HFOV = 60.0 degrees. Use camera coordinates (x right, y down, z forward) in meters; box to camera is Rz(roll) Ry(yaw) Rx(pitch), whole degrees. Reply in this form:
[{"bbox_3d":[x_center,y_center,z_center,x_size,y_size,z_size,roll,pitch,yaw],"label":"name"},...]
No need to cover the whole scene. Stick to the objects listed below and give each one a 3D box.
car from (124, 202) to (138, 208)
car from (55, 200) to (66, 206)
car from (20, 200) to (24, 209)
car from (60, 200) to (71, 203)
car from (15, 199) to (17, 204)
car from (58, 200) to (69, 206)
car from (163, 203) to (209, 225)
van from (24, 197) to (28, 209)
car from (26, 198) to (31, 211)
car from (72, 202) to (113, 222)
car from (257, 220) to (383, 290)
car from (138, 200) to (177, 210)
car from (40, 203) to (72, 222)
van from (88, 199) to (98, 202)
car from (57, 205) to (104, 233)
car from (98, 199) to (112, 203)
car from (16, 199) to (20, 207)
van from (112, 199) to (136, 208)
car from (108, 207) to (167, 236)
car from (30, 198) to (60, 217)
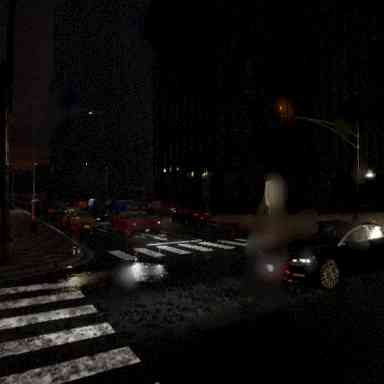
[{"bbox_3d":[-5.409,2.021,35.654,1.802,1.307,4.206,-1,0,-30],"label":"car"},{"bbox_3d":[-33.396,2.695,84.185,2.008,1.369,4.403,-1,0,-30],"label":"car"},{"bbox_3d":[-29.782,2.331,60.837,1.967,1.590,4.097,-1,0,-30],"label":"car"},{"bbox_3d":[-19.704,2.237,48.866,2.033,1.411,5.357,0,-1,-29],"label":"car"},{"bbox_3d":[-40.520,2.736,79.474,1.802,1.307,4.206,-1,0,-30],"label":"car"},{"bbox_3d":[-30.798,2.648,79.678,1.947,1.339,4.313,-1,0,-30],"label":"car"},{"bbox_3d":[-0.340,1.851,26.833,1.887,1.381,4.507,-1,0,-30],"label":"car"},{"bbox_3d":[-24.815,2.105,52.217,1.690,1.788,3.998,-1,0,-30],"label":"van"},{"bbox_3d":[-22.373,2.142,47.983,1.967,1.590,4.097,-1,0,-30],"label":"car"},{"bbox_3d":[-9.263,1.965,30.590,2.033,1.411,5.357,0,-1,-30],"label":"car"},{"bbox_3d":[3.989,1.549,9.138,4.902,1.511,2.128,0,0,-30],"label":"car"},{"bbox_3d":[-2.879,1.688,31.244,2.192,1.841,5.009,-1,0,-30],"label":"car"},{"bbox_3d":[-12.612,2.000,31.051,2.008,1.369,4.403,-1,0,-30],"label":"car"},{"bbox_3d":[-15.554,2.043,53.296,1.690,1.788,3.998,-1,0,-30],"label":"van"},{"bbox_3d":[-7.649,1.845,22.437,1.752,1.417,4.829,-1,0,-30],"label":"car"},{"bbox_3d":[-10.485,1.886,44.476,2.192,1.841,5.009,-1,0,-30],"label":"car"},{"bbox_3d":[-37.836,2.634,74.815,1.887,1.381,4.507,-1,0,-30],"label":"car"},{"bbox_3d":[-7.949,1.846,40.065,1.690,1.788,3.998,-1,0,-30],"label":"van"},{"bbox_3d":[-3.525,1.868,20.637,1.895,1.301,4.718,0,-1,-28],"label":"car"},{"bbox_3d":[-17.497,1.891,39.518,2.192,1.841,5.009,-1,0,-30],"label":"car"}]
